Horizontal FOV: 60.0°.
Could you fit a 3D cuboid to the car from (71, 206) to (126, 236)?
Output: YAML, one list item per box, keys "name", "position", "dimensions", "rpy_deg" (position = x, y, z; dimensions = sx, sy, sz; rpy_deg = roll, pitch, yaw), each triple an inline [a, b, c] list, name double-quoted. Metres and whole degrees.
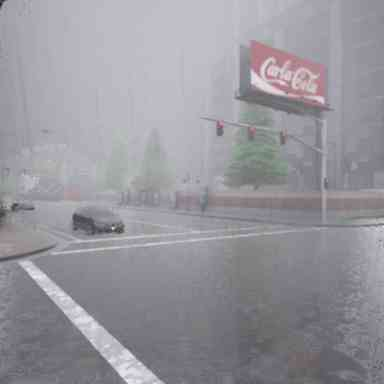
- name: "car"
  position: [-5.439, 1.598, 18.963]
  dimensions: [1.837, 1.490, 4.892]
  rpy_deg: [1, 0, -36]

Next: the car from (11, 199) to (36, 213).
- name: "car"
  position: [-19.540, 1.579, 38.471]
  dimensions: [1.812, 1.442, 4.674]
  rpy_deg: [1, 0, -36]
